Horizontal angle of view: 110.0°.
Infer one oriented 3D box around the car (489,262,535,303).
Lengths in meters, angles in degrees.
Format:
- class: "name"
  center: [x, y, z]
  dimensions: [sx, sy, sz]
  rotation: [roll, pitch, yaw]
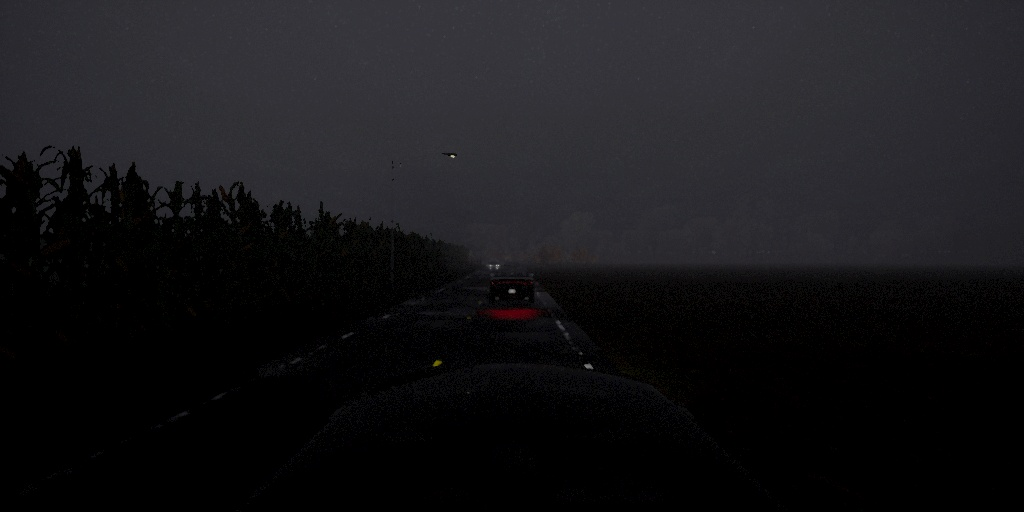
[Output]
- class: "car"
  center: [0.000, 1.227, 16.481]
  dimensions: [1.882, 1.535, 5.008]
  rotation: [0, 0, 0]
